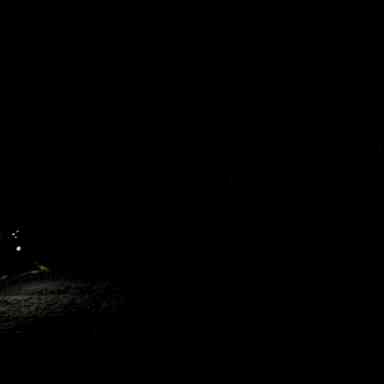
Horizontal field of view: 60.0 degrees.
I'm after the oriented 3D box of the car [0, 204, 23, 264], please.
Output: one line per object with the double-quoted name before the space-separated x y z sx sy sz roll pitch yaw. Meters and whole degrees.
"car" -7.461 1.231 11.179 2.150 2.045 5.566 0 0 -40
